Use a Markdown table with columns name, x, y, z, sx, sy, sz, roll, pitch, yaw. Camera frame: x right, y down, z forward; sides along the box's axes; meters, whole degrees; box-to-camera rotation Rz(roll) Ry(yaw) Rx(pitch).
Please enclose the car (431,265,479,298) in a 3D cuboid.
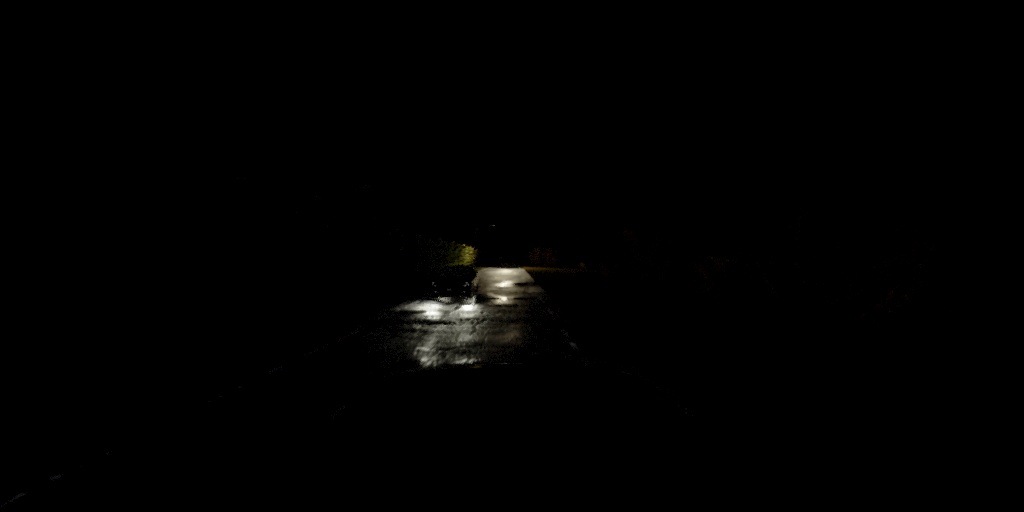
| name | x | y | z | sx | sy | sz | roll | pitch | yaw |
| --- | --- | --- | --- | --- | --- | --- | --- | --- | --- |
| car | -2.826 | 1.241 | 18.595 | 1.882 | 1.535 | 5.008 | 0 | 0 | 0 |
